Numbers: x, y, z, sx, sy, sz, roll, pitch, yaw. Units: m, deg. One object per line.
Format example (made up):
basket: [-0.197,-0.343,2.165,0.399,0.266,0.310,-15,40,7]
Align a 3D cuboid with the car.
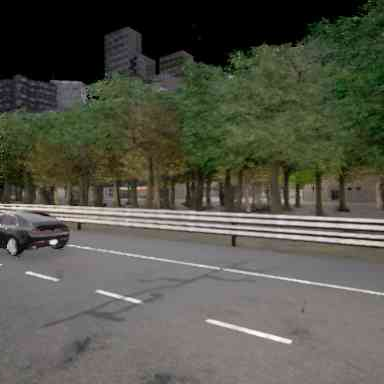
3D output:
car: [-6.809,1.510,13.036,4.892,1.490,1.837,0,0,36]
